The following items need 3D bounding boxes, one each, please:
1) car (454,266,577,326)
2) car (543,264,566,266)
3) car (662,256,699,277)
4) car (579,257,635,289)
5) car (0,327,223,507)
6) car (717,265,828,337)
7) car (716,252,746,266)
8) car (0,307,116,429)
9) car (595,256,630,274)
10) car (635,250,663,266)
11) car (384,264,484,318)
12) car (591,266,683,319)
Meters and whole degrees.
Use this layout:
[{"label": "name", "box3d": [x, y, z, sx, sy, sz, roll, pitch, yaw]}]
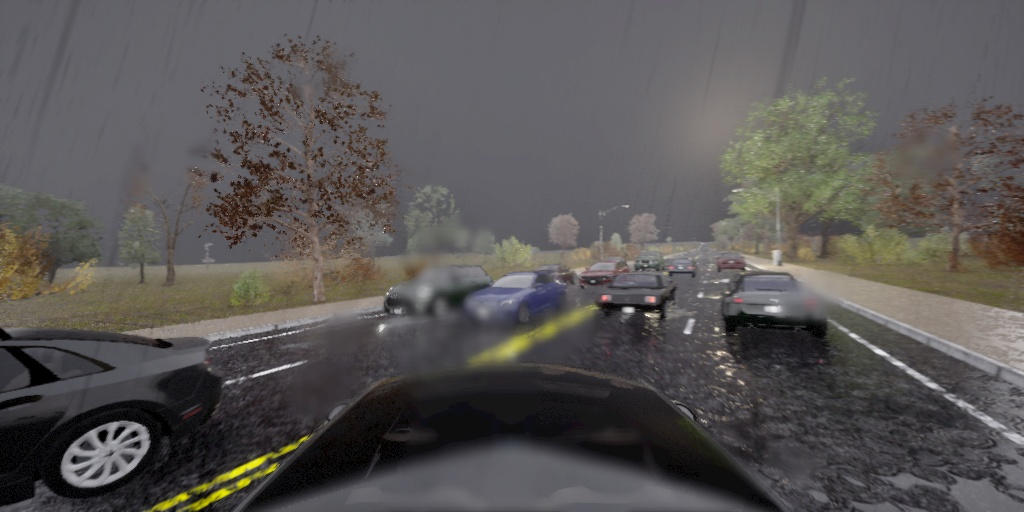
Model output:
[{"label": "car", "box3d": [0.369, 1.238, 11.891, 1.812, 1.442, 4.674, -2, 0, 30]}, {"label": "car", "box3d": [2.531, 1.184, 22.258, 1.994, 1.385, 4.181, -2, 0, 30]}, {"label": "car", "box3d": [13.172, 0.840, 27.541, 2.033, 1.411, 5.357, -2, 0, 30]}, {"label": "car", "box3d": [5.448, 1.017, 20.815, 1.882, 1.535, 5.008, -2, 0, 30]}, {"label": "car", "box3d": [-5.045, 1.400, 2.416, 1.837, 1.490, 4.892, -2, 0, 30]}, {"label": "car", "box3d": [6.712, 1.099, 9.574, 1.994, 1.385, 4.181, -2, 0, 30]}, {"label": "car", "box3d": [19.165, 0.455, 31.460, 2.097, 1.767, 4.553, -2, 0, 30]}, {"label": "car", "box3d": [-7.978, 1.576, 3.827, 1.895, 1.301, 4.718, -2, 0, 30]}, {"label": "car", "box3d": [10.016, 0.852, 35.338, 2.128, 1.511, 4.902, -2, 0, 30]}, {"label": "car", "box3d": [13.357, 0.490, 34.625, 2.150, 2.045, 5.566, -2, 0, 30]}, {"label": "car", "box3d": [-2.513, 1.143, 13.401, 2.097, 1.767, 4.553, -2, 0, 30]}, {"label": "car", "box3d": [4.376, 1.197, 12.039, 1.895, 1.301, 4.718, -2, 0, 30]}]
